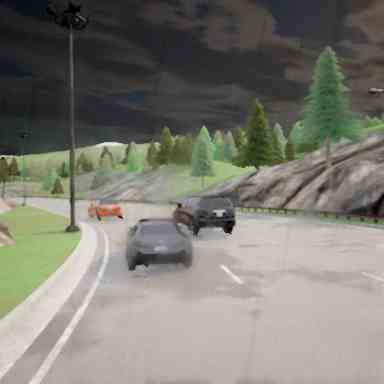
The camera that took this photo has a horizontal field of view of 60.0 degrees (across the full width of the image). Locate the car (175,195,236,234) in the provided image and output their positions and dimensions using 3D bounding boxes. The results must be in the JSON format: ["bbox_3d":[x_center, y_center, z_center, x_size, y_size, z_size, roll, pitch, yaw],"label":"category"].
[{"bbox_3d":[0.543,1.177,18.639,2.150,2.045,5.566,0,0,-17],"label":"car"}]

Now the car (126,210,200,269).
[{"bbox_3d":[-1.214,1.553,11.251,1.994,1.385,4.181,-1,0,-10],"label":"car"}]

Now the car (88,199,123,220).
[{"bbox_3d":[-7.525,1.371,28.550,2.097,1.767,4.553,-1,0,-28],"label":"car"}]
